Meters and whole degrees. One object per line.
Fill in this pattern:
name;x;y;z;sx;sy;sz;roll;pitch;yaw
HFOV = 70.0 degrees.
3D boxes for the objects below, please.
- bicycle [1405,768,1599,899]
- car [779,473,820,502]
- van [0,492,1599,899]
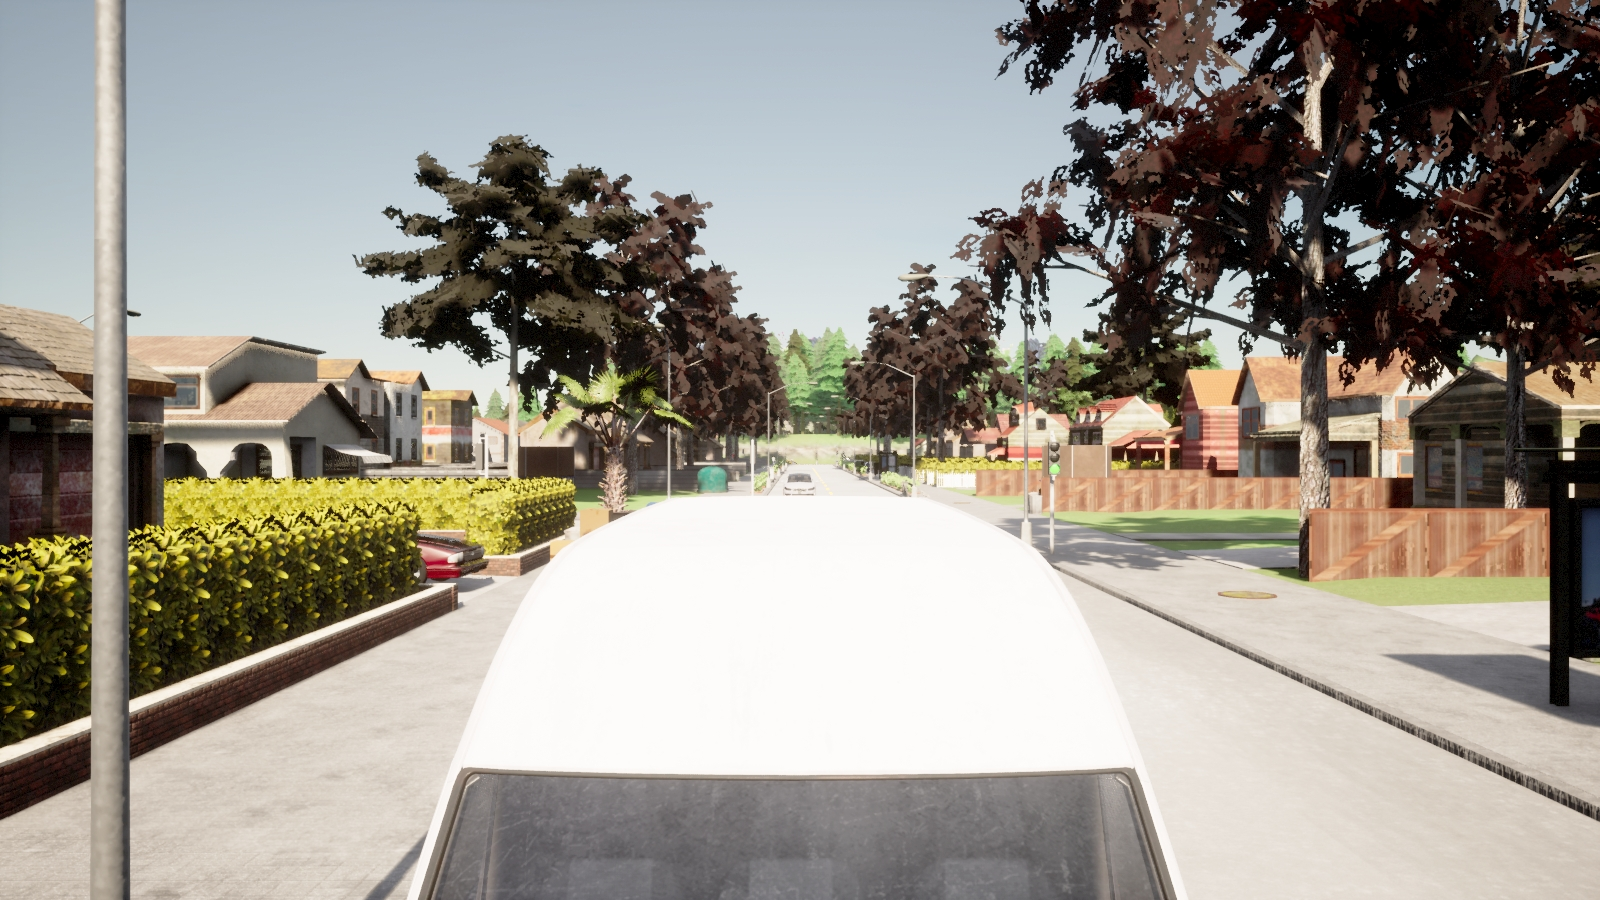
bicycle;2.687;2.062;3.843;0.329;1.471;1.835;0;0;0
car;-0.024;2.087;64.511;2.231;1.480;4.892;0;0;0
van;0.002;1.537;4.030;1.988;2.561;5.915;0;0;0
